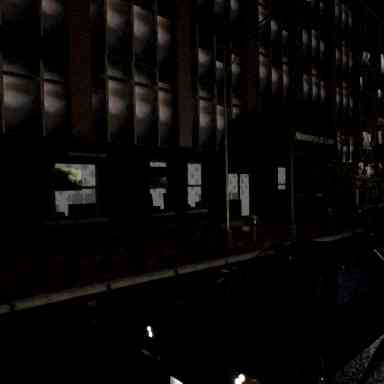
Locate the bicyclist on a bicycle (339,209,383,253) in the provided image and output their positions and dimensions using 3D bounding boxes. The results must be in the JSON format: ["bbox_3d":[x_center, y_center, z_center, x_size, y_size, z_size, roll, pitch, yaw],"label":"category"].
[{"bbox_3d":[5.579,1.380,10.854,0.582,1.620,1.656,-1,-2,-41],"label":"bicyclist on a bicycle"}]

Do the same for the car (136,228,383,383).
[{"bbox_3d":[1.842,1.525,5.104,5.357,1.411,2.033,-1,0,-42],"label":"car"}]

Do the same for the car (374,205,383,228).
[{"bbox_3d":[11.154,1.170,16.975,5.009,1.841,2.192,-1,-1,-42],"label":"car"}]
